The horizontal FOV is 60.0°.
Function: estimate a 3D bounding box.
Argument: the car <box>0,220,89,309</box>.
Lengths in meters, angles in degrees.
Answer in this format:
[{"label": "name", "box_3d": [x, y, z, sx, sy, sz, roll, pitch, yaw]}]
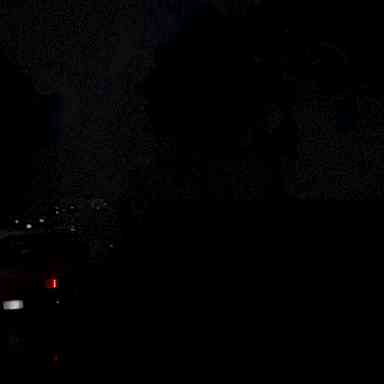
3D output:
[{"label": "car", "box_3d": [-3.479, 1.596, 7.728, 1.895, 1.301, 4.718, -1, 0, -13]}]

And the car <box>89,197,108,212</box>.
[{"label": "car", "box_3d": [-10.604, 1.463, 37.727, 1.812, 1.442, 4.674, -1, 0, -14]}]

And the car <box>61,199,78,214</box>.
[{"label": "car", "box_3d": [-12.994, 1.508, 34.545, 1.812, 1.442, 4.674, -1, 0, -14]}]

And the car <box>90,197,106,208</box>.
[{"label": "car", "box_3d": [-13.515, 1.451, 47.644, 2.033, 1.411, 5.357, -1, 0, -18]}]

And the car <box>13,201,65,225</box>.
[{"label": "car", "box_3d": [-9.873, 1.565, 21.506, 2.033, 1.411, 5.357, -1, 0, -13]}]
